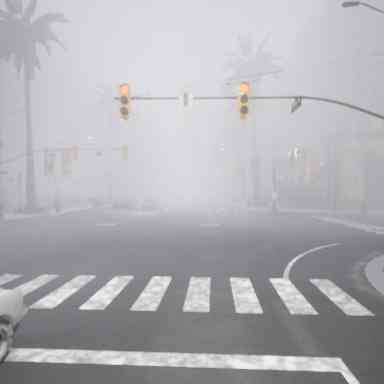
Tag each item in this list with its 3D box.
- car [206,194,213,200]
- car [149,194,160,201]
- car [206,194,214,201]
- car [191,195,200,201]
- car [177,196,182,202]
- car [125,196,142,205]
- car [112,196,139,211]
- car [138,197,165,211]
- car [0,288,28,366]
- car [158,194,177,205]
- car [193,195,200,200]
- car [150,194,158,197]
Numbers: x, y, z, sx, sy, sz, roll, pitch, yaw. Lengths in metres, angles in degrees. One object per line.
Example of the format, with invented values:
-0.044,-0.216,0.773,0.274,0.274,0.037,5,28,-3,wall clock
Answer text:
4.730,1.401,88.344,1.837,1.490,4.892,0,0,3,car
-9.179,1.272,81.681,2.185,1.767,4.553,0,0,3,car
4.263,1.457,77.888,2.033,1.411,5.357,0,0,3,car
0.770,1.459,78.101,2.033,1.411,5.357,0,0,3,car
-3.132,1.468,70.850,2.033,1.411,5.357,0,0,3,car
-10.465,1.453,59.788,2.161,1.482,4.786,0,0,3,car
-8.393,1.436,41.220,1.882,1.535,5.008,0,0,3,car
-4.898,1.560,40.487,1.895,1.301,4.718,0,0,2,car
-3.422,1.598,2.732,1.895,1.301,4.718,0,0,3,car
-4.077,1.469,55.630,1.812,1.442,4.674,0,0,3,car
1.235,1.497,88.530,1.895,1.301,4.718,0,0,3,car
-7.481,1.506,57.325,1.994,1.385,4.181,0,0,3,car
